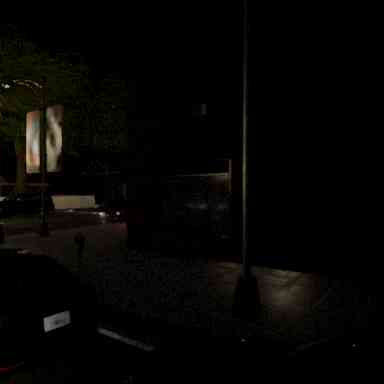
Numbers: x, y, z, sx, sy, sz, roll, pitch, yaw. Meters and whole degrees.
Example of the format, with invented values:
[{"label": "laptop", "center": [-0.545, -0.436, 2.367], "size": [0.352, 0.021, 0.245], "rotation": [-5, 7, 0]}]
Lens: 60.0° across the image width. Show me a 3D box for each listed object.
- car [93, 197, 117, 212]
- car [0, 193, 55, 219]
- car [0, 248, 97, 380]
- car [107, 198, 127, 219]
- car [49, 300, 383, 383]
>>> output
[{"label": "car", "center": [-8.814, 1.344, 36.965], "size": [1.812, 1.442, 4.674], "rotation": [0, 0, 36]}, {"label": "car", "center": [-14.706, 1.097, 28.711], "size": [2.150, 2.045, 5.566], "rotation": [0, 0, 36]}, {"label": "car", "center": [-3.288, 1.561, 5.154], "size": [4.313, 1.339, 1.947], "rotation": [0, 0, 35]}, {"label": "car", "center": [-4.128, 1.388, 26.453], "size": [1.812, 1.442, 4.674], "rotation": [0, 0, 36]}, {"label": "car", "center": [1.206, 1.582, 1.951], "size": [4.206, 1.307, 1.802], "rotation": [0, 0, 35]}]
